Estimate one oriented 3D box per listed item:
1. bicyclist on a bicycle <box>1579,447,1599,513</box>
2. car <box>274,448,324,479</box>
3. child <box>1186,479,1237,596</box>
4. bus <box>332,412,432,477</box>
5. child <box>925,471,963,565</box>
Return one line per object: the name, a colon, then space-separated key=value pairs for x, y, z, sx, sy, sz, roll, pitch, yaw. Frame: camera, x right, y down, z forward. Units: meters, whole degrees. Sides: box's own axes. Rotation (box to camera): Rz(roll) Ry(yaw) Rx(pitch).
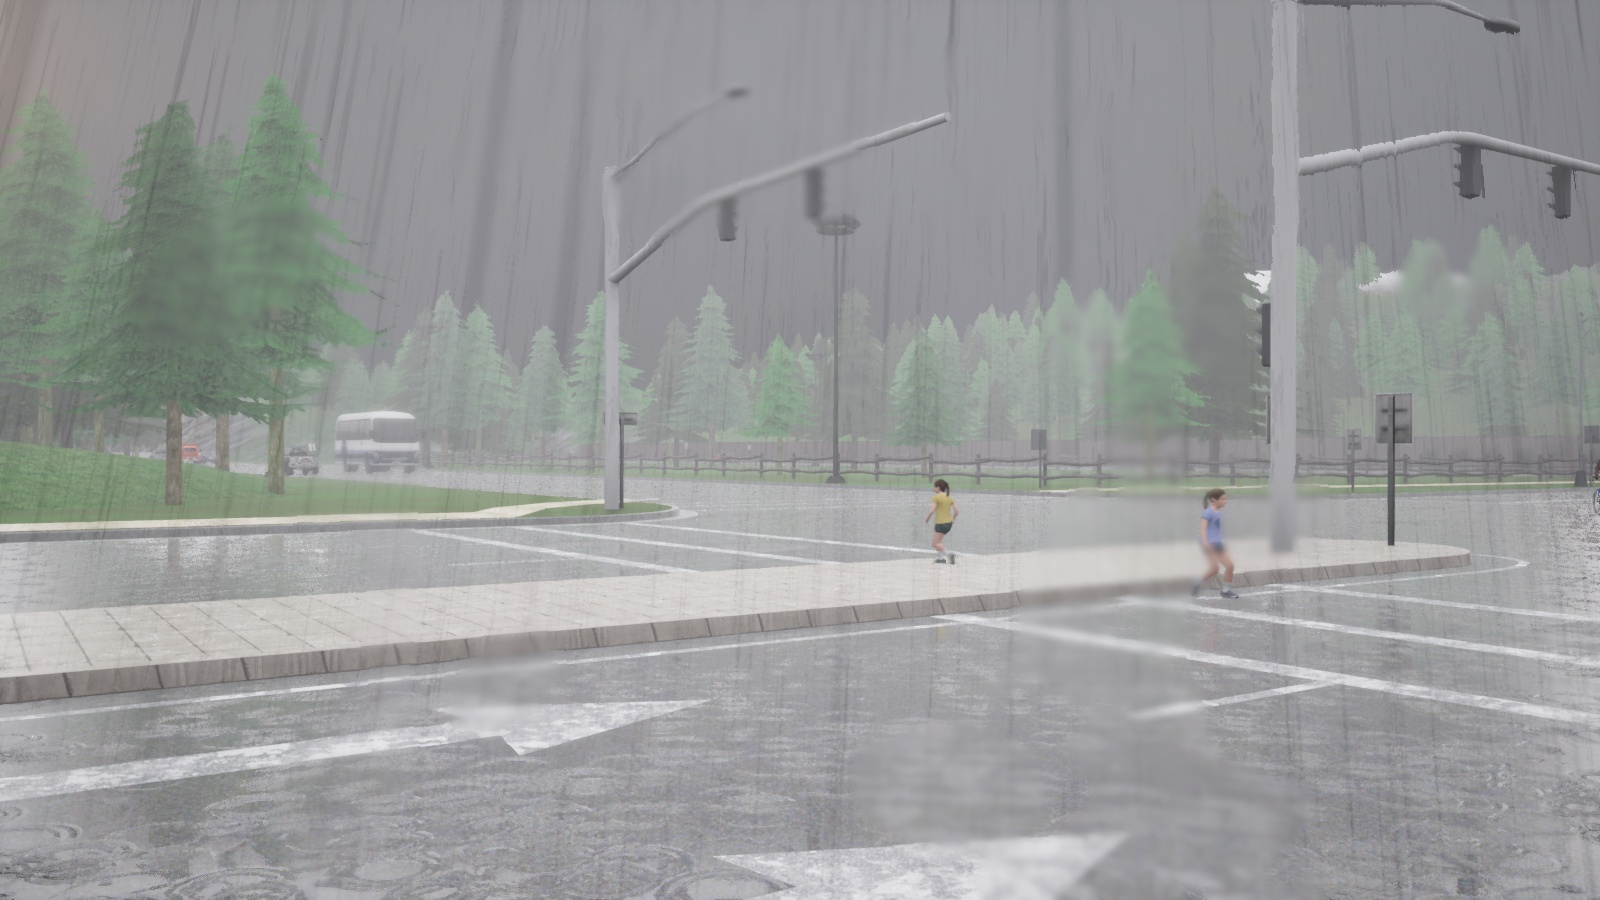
bicyclist on a bicycle: x=20.072 y=0.731 z=31.191 sx=1.656 sy=1.620 sz=0.582 roll=0 pitch=0 yaw=-34
car: x=-31.337 y=0.820 z=78.433 sx=1.932 sy=1.855 sz=4.605 roll=0 pitch=0 yaw=-34
child: x=3.992 y=0.836 z=12.184 sx=0.255 sy=1.110 sz=0.394 roll=0 pitch=0 yaw=-40
bus: x=-29.434 y=-0.354 z=88.047 sx=3.944 sy=4.253 sz=10.273 roll=0 pitch=0 yaw=-34
child: x=1.739 y=0.817 z=15.177 sx=0.255 sy=1.110 sz=0.394 roll=0 pitch=0 yaw=-42
